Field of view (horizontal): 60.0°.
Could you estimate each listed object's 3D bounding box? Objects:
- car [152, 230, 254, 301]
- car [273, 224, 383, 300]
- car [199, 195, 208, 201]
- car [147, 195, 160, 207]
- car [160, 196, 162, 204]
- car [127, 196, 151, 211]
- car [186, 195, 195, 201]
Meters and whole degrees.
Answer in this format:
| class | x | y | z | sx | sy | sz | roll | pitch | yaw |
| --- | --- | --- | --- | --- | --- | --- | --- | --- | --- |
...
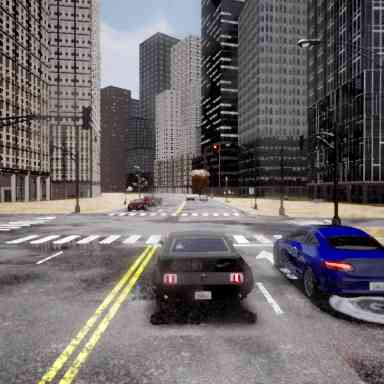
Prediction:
| class | x | y | z | sx | sy | sz | roll | pitch | yaw |
| --- | --- | --- | --- | --- | --- | --- | --- | --- | --- |
| car | 0.111 | 1.598 | 8.286 | 1.895 | 1.301 | 4.718 | 0 | 0 | -3 |
| car | 3.354 | 1.523 | 8.254 | 1.812 | 1.442 | 4.674 | 0 | 0 | 1 |
| car | 2.822 | 1.396 | 80.556 | 1.812 | 1.442 | 4.674 | 0 | 0 | -4 |
| car | -6.520 | 1.299 | 50.599 | 2.097 | 1.767 | 4.553 | 0 | 0 | 0 |
| car | -6.502 | 1.416 | 60.890 | 2.128 | 1.511 | 4.902 | 0 | 0 | 0 |
| car | -6.535 | 1.530 | 40.350 | 1.994 | 1.385 | 4.181 | 0 | 0 | 0 |
| car | -0.427 | 1.469 | 80.443 | 1.895 | 1.301 | 4.718 | 0 | 0 | -4 |
